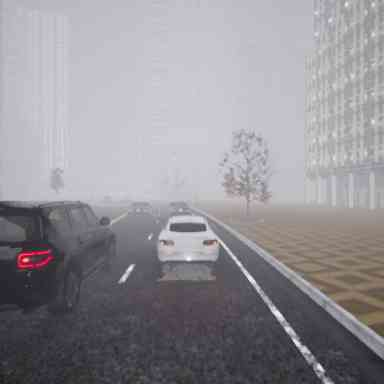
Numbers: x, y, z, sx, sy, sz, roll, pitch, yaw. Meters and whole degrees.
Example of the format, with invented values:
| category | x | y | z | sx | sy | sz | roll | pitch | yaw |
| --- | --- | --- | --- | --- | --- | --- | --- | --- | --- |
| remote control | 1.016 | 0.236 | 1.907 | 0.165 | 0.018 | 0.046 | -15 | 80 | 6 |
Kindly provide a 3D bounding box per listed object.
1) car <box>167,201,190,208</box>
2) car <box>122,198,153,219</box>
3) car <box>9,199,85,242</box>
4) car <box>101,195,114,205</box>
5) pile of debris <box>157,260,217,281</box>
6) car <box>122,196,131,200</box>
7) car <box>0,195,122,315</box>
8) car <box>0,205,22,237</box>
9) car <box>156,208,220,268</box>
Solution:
| category | x | y | z | sx | sy | sz | roll | pitch | yaw |
| --- | --- | --- | --- | --- | --- | --- | --- | --- | --- |
| car | -1.101 | 1.461 | 28.199 | 2.033 | 1.411 | 5.357 | 0 | 0 | -5 |
| car | -4.352 | 1.464 | 28.118 | 2.033 | 1.411 | 5.357 | 0 | 0 | -5 |
| car | -7.102 | 1.306 | 16.918 | 2.097 | 1.767 | 4.553 | 0 | 0 | -3 |
| car | -14.690 | 1.330 | 57.928 | 1.837 | 1.490 | 4.892 | 0 | 0 | -9 |
| pile of debris | -0.143 | 2.148 | 9.224 | 1.500 | 0.140 | 1.860 | 0 | 0 | -2 |
| car | -11.482 | 1.369 | 58.556 | 2.033 | 1.411 | 5.357 | 0 | 0 | -9 |
| car | -3.290 | 1.200 | 7.615 | 2.150 | 2.045 | 5.566 | 0 | 0 | -1 |
| car | -10.316 | 1.484 | 16.235 | 1.812 | 1.442 | 4.674 | 0 | 0 | -3 |
| car | -0.156 | 1.492 | 11.061 | 1.812 | 1.442 | 4.674 | 0 | 0 | -2 |
